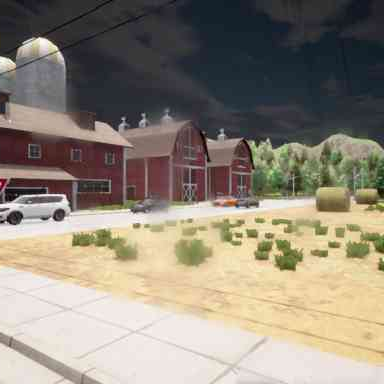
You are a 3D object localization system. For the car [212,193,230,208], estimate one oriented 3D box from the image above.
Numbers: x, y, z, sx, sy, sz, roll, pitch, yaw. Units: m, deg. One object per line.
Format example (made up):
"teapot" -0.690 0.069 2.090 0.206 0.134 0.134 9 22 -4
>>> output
"car" 4.657 1.324 47.474 2.097 1.767 4.553 0 0 35

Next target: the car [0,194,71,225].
"car" -11.615 1.195 24.206 2.150 2.045 5.566 0 0 35

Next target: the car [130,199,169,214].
"car" -4.341 1.478 34.660 1.837 1.490 4.892 0 0 35

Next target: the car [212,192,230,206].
"car" 4.744 1.118 54.883 1.905 1.878 3.866 6 1 -8

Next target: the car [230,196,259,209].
"car" 7.599 1.465 45.379 2.128 1.511 4.902 0 0 35
